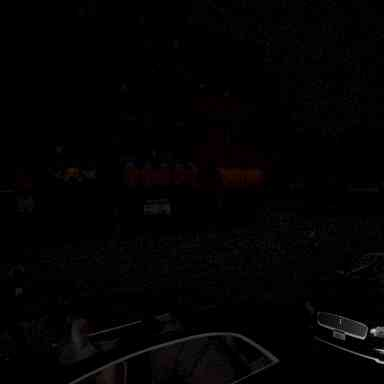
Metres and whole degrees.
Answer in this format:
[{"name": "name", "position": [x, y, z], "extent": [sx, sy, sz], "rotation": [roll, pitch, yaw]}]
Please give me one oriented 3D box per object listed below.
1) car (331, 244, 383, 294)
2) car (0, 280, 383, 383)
[{"name": "car", "position": [3.605, 1.548, 5.416], "extent": [4.403, 1.369, 2.008], "rotation": [0, -2, -36]}, {"name": "car", "position": [-0.827, 1.551, 2.246], "extent": [4.403, 1.369, 2.008], "rotation": [0, -2, -36]}]
